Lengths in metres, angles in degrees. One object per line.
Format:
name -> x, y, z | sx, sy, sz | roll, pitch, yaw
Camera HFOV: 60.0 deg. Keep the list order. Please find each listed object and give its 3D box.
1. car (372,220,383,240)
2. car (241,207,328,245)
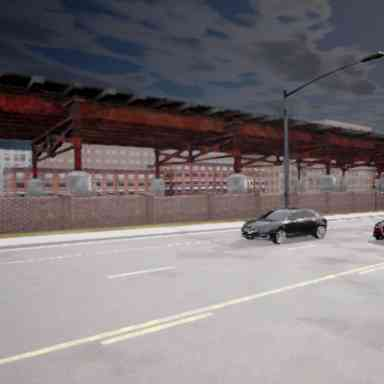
car -> 10.344, 1.581, 15.670 | 4.181, 1.385, 1.994 | 0, 0, -35
car -> 4.479, 1.517, 15.787 | 4.892, 1.490, 1.837 | 0, 0, -35
